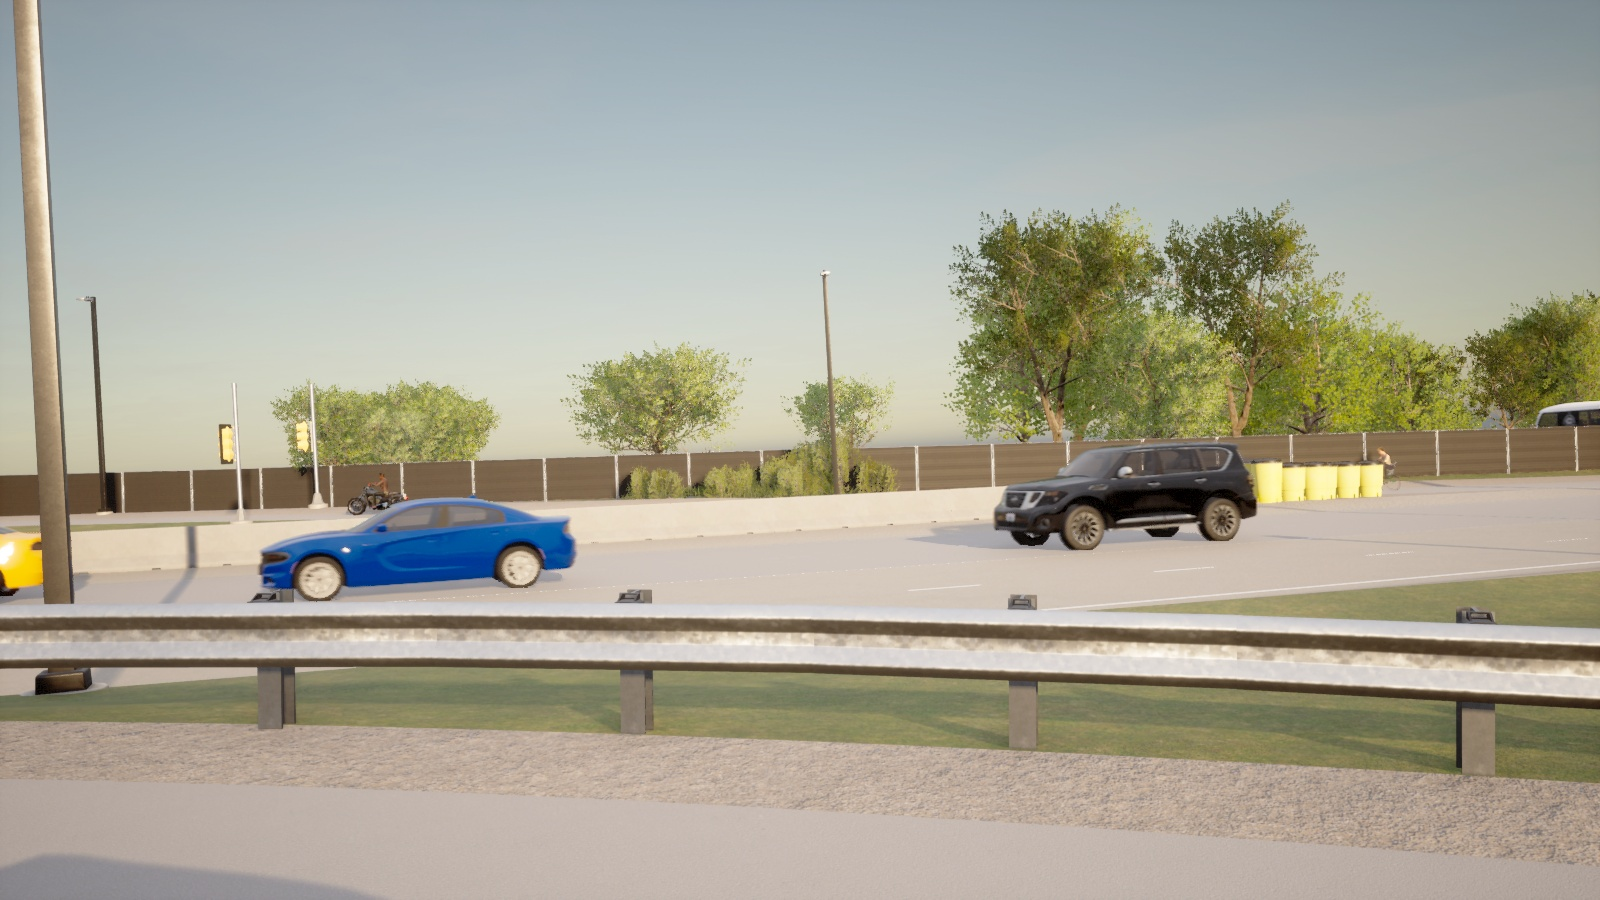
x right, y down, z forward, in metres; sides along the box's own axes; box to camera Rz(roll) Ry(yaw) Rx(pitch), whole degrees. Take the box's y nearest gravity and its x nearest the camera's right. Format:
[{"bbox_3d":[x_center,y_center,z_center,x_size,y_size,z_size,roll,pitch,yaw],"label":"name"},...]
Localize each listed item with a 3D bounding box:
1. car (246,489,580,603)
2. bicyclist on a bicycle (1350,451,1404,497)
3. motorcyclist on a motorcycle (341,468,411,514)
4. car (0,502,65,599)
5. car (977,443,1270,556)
[{"bbox_3d":[-6.330,1.503,20.686,5.008,1.535,1.882,-1,-1,-21],"label":"car"},{"bbox_3d":[21.020,0.859,45.748,1.509,1.612,0.866,-1,0,-2],"label":"bicyclist on a bicycle"},{"bbox_3d":[-16.091,1.551,47.686,2.350,1.649,0.766,-1,0,6],"label":"motorcyclist on a motorcycle"},{"bbox_3d":[-15.304,1.744,20.936,5.008,1.535,1.882,-1,-1,-21],"label":"car"},{"bbox_3d":[6.639,0.949,25.759,5.566,2.045,2.150,-1,-1,-21],"label":"car"}]
